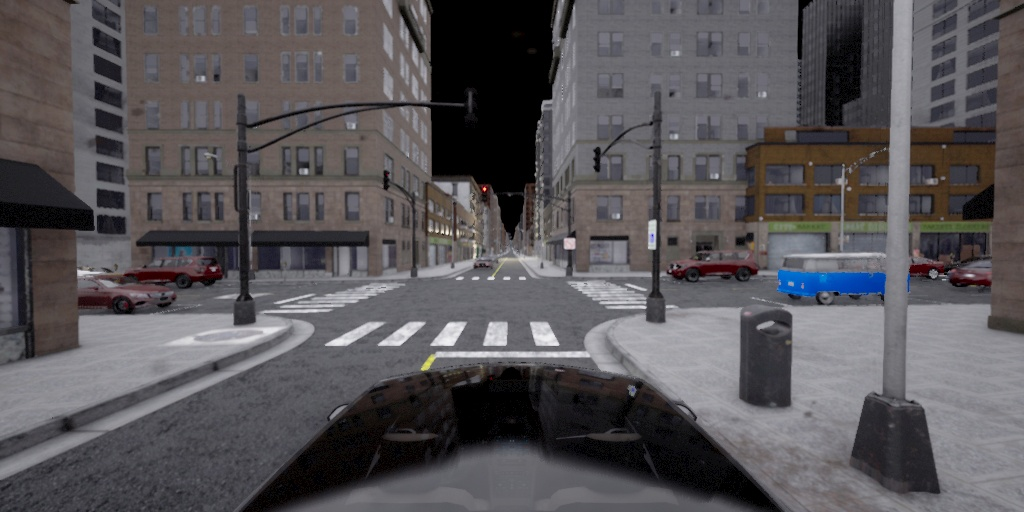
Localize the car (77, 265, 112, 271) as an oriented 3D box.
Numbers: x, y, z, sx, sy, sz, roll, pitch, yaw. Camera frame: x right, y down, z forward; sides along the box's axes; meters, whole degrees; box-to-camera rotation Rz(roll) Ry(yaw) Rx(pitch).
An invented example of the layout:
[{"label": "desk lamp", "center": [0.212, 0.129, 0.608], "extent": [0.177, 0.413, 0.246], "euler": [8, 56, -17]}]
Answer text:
[{"label": "car", "center": [-21.248, 1.042, 15.855], "extent": [5.566, 2.045, 2.150], "euler": [-1, 1, 0]}]

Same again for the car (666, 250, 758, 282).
[{"label": "car", "center": [12.089, 0.561, 21.725], "extent": [5.009, 1.841, 2.192], "euler": [0, 0, 0]}]

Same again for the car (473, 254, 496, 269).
[{"label": "car", "center": [-3.102, 0.740, 39.345], "extent": [1.994, 1.385, 4.181], "euler": [0, 1, 0]}]

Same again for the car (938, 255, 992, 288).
[{"label": "car", "center": [22.385, 0.815, 15.977], "extent": [4.181, 1.385, 1.994], "euler": [-1, 1, 0]}]

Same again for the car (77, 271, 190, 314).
[{"label": "car", "center": [-14.823, 1.351, 13.131], "extent": [4.207, 1.307, 1.802], "euler": [0, 0, 0]}]

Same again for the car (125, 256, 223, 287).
[{"label": "car", "center": [-20.352, 0.962, 21.640], "extent": [5.009, 1.841, 2.192], "euler": [0, 0, 0]}]

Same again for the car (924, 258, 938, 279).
[{"label": "car", "center": [23.306, 0.653, 21.755], "extent": [4.507, 1.381, 1.888], "euler": [0, 0, 0]}]

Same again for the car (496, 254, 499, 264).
[{"label": "car", "center": [-3.084, 0.430, 56.182], "extent": [2.128, 1.511, 4.902], "euler": [0, 1, 0]}]

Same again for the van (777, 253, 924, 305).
[{"label": "van", "center": [12.114, 0.779, 13.202], "extent": [3.998, 1.789, 1.690], "euler": [0, 0, 0]}]
